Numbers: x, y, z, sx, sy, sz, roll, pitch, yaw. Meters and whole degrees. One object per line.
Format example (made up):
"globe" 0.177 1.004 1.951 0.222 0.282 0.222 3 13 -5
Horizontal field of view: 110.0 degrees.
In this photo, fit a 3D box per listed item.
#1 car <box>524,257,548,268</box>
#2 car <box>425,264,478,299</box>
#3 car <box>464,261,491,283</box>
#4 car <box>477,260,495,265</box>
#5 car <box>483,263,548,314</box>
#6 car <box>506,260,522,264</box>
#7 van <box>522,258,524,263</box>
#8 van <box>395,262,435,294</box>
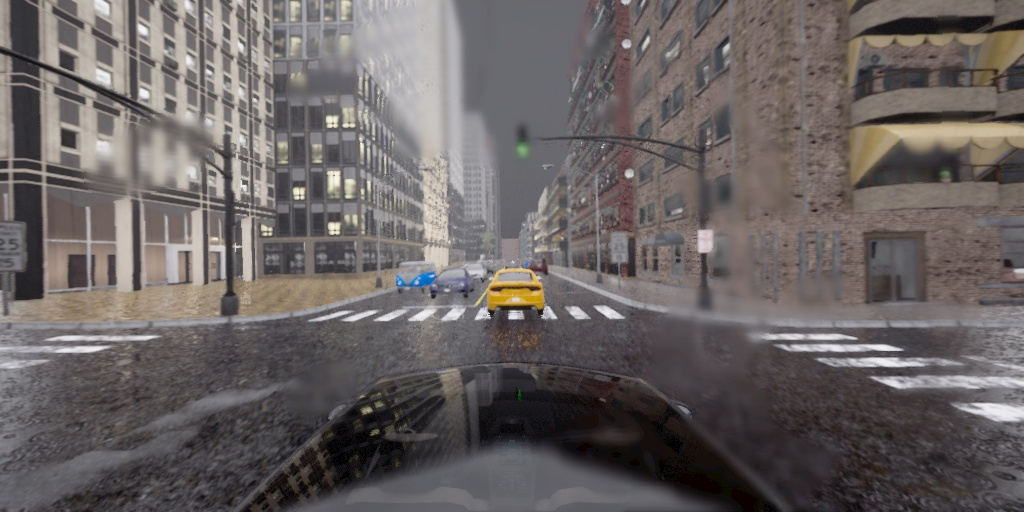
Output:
"car" 2.750 1.086 38.153 2.192 1.841 5.009 0 0 0
"car" -3.066 1.357 19.132 1.812 1.442 4.674 -1 0 0
"car" -3.058 1.390 29.413 1.812 1.442 4.674 -1 0 0
"car" -2.997 1.456 43.134 2.033 1.411 5.357 -1 0 0
"car" 0.117 1.227 13.751 1.882 1.535 5.008 -1 0 0
"car" 0.073 1.435 51.001 1.994 1.385 4.181 -1 0 0
"van" 2.780 1.168 54.805 1.690 1.789 3.998 0 0 0
"van" -5.659 1.234 21.514 1.690 1.789 3.998 0 0 0
